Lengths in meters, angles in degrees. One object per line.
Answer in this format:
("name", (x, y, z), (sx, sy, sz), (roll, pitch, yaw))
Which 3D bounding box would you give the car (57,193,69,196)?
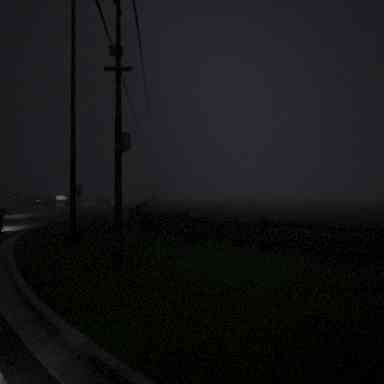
("car", (-26.966, 1.141, 70.001), (2.150, 2.045, 5.566), (0, 0, -5))

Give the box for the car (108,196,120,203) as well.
("car", (-16.445, 1.522, 70.232), (1.895, 1.301, 4.718), (0, 0, -5))

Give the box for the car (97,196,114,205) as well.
("car", (-15.222, 1.428, 57.584), (2.128, 1.511, 4.902), (0, 0, -5))

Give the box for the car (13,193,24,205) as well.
("car", (-29.470, 1.143, 58.625), (2.150, 2.045, 5.566), (0, 0, -5))

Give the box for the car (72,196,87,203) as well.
("car", (-23.372, 1.516, 69.153), (1.895, 1.301, 4.718), (0, 0, -5))

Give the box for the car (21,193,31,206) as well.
("car", (-25.493, 1.419, 54.522), (2.128, 1.511, 4.902), (0, 0, -5))

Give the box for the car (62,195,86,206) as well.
("car", (-18.211, 1.540, 51.660), (1.895, 1.301, 4.718), (0, 0, -5))

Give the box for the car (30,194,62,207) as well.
("car", (-21.502, 1.430, 49.158), (2.128, 1.511, 4.902), (0, 0, -5))

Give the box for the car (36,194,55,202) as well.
("car", (-30.389, 1.270, 68.974), (2.128, 1.511, 4.902), (0, 0, -5))

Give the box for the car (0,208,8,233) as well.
("car", (-10.970, 1.539, 16.606), (1.994, 1.385, 4.181), (0, 0, -15))
